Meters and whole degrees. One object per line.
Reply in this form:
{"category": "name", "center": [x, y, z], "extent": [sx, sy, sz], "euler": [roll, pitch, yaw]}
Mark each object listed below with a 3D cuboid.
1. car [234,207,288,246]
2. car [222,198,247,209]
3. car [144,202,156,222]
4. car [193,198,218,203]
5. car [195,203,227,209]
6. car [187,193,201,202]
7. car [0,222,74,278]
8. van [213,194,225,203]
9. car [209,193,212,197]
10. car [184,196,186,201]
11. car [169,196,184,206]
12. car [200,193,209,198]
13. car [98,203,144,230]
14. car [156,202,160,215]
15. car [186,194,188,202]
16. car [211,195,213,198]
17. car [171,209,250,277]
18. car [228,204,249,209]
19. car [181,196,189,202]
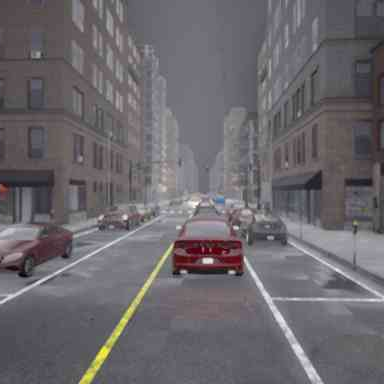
{"category": "car", "center": [3.221, 1.594, 15.390], "extent": [2.008, 1.369, 4.403], "euler": [0, 0, 2]}
{"category": "car", "center": [3.677, 1.514, 26.419], "extent": [1.967, 1.590, 4.097], "euler": [0, 0, 2]}
{"category": "car", "center": [-4.349, 1.596, 26.571], "extent": [1.752, 1.417, 4.829], "euler": [0, 0, 2]}
{"category": "car", "center": [1.249, 1.612, 31.605], "extent": [1.812, 1.442, 4.674], "euler": [0, 0, 2]}
{"category": "car", "center": [0.952, 1.624, 21.687], "extent": [1.994, 1.385, 4.181], "euler": [0, 0, 1]}
{"category": "car", "center": [0.556, 1.693, 81.416], "extent": [1.882, 1.535, 5.008], "euler": [0, 0, 2]}
{"category": "car", "center": [-5.025, 1.608, 10.200], "extent": [1.802, 1.307, 4.206], "euler": [0, 0, 2]}
{"category": "van", "center": [5.022, 1.502, 58.992], "extent": [1.690, 1.788, 3.998], "euler": [0, 0, 2]}
{"category": "car", "center": [6.194, 1.544, 87.374], "extent": [2.192, 1.841, 5.009], "euler": [0, 0, 2]}
{"category": "car", "center": [-2.762, 1.718, 64.990], "extent": [1.887, 1.381, 4.507], "euler": [0, 0, 2]}
{"category": "car", "center": [-2.997, 1.709, 59.313], "extent": [2.008, 1.369, 4.403], "euler": [0, 0, 2]}
{"category": "car", "center": [3.629, 1.583, 89.174], "extent": [2.097, 1.767, 4.553], "euler": [0, 0, 2]}
{"category": "car", "center": [-4.570, 1.497, 21.229], "extent": [1.967, 1.590, 4.097], "euler": [0, 0, 2]}
{"category": "car", "center": [-4.114, 1.637, 32.255], "extent": [2.008, 1.369, 4.403], "euler": [0, 0, 2]}
{"category": "car", "center": [-2.066, 1.741, 81.852], "extent": [1.752, 1.417, 4.829], "euler": [0, 0, 2]}
{"category": "car", "center": [5.491, 1.773, 70.343], "extent": [1.802, 1.307, 4.206], "euler": [0, 0, 2]}
{"category": "car", "center": [0.477, 1.506, 10.396], "extent": [1.882, 1.535, 5.008], "euler": [0, 0, 2]}
{"category": "car", "center": [3.449, 1.640, 20.904], "extent": [1.802, 1.307, 4.206], "euler": [0, 0, 2]}
{"category": "car", "center": [-1.824, 1.793, 87.699], "extent": [1.947, 1.339, 4.313], "euler": [0, 0, 2]}
